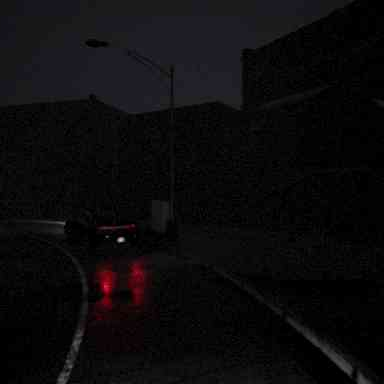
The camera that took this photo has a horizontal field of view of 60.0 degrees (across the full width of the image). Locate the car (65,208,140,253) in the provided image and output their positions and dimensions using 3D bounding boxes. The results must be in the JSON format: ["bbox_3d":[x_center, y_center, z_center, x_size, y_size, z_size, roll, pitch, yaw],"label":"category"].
[{"bbox_3d":[-3.757,1.382,13.429,2.128,1.511,4.902,-1,2,-33],"label":"car"}]
